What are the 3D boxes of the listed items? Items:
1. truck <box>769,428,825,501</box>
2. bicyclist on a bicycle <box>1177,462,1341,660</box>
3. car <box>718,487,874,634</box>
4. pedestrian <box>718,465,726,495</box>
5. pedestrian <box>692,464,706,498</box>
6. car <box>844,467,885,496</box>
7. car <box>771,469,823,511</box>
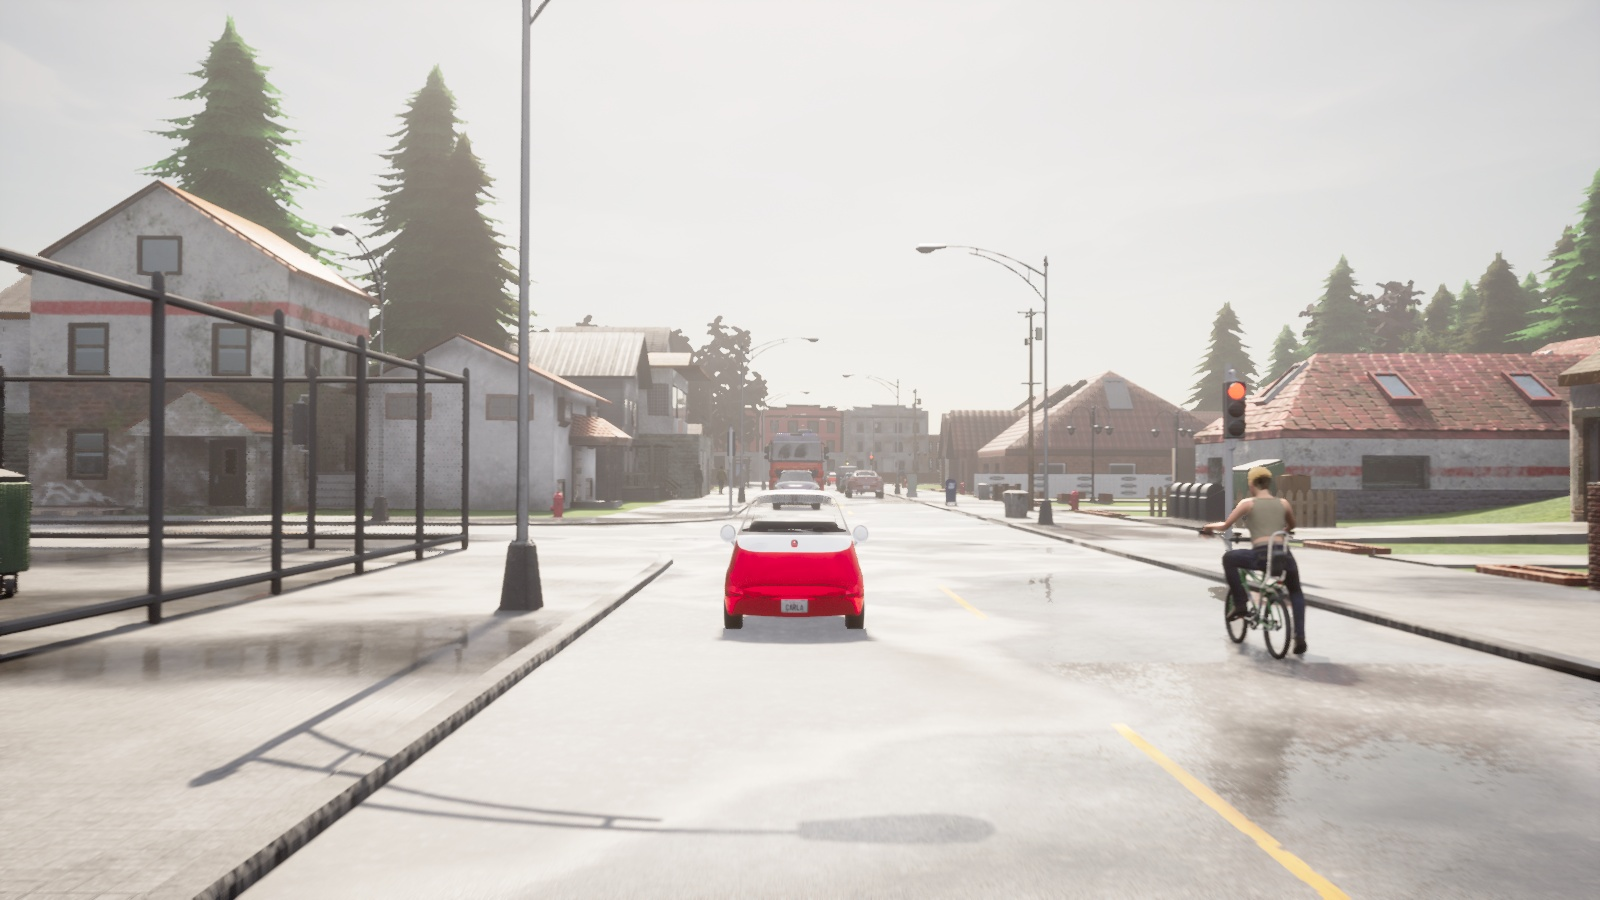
[{"bbox_3d":[-0.182,0.817,69.674,2.891,3.827,8.468,0,-1,0],"label":"truck"},{"bbox_3d":[3.983,0.920,11.032,0.866,1.612,1.509,0,-1,0],"label":"bicyclist on a bicycle"},{"bbox_3d":[-0.050,1.089,13.077,1.481,1.376,2.207,0,-1,0],"label":"car"},{"bbox_3d":[-4.831,1.843,77.624,0.431,1.840,0.709,0,-1,0],"label":"pedestrian"},{"bbox_3d":[-5.436,1.677,67.549,0.370,1.835,0.726,-1,-1,38],"label":"pedestrian"},{"bbox_3d":[3.809,1.824,74.417,2.152,1.651,5.027,0,-1,0],"label":"car"},{"bbox_3d":[-0.142,1.622,52.351,2.033,1.649,4.856,0,-1,-1],"label":"car"}]
